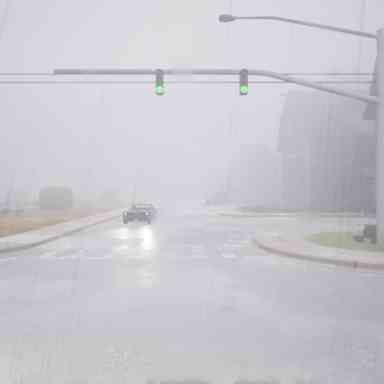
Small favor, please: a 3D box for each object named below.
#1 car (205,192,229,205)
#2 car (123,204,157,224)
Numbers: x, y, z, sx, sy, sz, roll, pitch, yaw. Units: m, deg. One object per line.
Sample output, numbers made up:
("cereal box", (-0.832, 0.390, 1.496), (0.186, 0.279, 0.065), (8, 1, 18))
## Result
("car", (3.946, 0.999, 52.590), (1.905, 1.878, 3.866), (-8, 4, -42))
("car", (-3.679, 1.526, 23.975), (1.895, 1.301, 4.718), (0, 0, 0))
